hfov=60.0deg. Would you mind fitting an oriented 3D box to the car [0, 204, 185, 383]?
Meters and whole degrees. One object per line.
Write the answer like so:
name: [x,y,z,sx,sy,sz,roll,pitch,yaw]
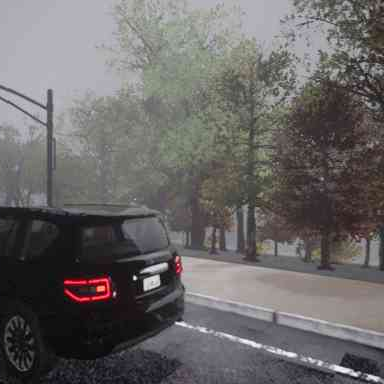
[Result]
car: [-2.725,1.231,5.659,5.566,2.045,2.150,0,0,34]
